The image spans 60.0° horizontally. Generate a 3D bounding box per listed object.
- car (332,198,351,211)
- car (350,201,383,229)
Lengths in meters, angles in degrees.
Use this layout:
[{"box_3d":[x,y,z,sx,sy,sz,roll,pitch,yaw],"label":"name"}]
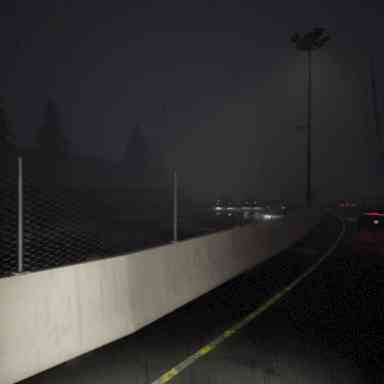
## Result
[{"box_3d":[17.427,1.443,38.337,2.033,1.411,5.357,0,0,15],"label":"car"},{"box_3d":[11.309,1.446,20.802,2.128,1.511,4.902,0,0,25],"label":"car"}]
